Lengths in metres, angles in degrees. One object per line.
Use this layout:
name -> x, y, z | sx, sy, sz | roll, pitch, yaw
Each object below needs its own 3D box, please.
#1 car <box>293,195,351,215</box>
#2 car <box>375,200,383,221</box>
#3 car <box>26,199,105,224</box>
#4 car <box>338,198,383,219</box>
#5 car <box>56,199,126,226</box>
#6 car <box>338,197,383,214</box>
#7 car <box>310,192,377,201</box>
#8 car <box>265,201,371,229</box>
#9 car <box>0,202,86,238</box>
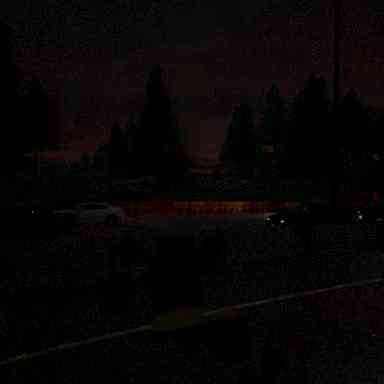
car -> 11.940, 1.149, 30.669 | 4.553, 1.767, 2.097 | 0, 1, -11
car -> 13.958, 1.342, 20.370 | 4.181, 1.385, 1.994 | 0, 1, -11
car -> -8.735, 1.265, 23.060 | 4.892, 1.490, 1.837 | 0, 0, -29
car -> 13.198, 1.363, 23.792 | 4.674, 1.442, 1.812 | 0, 0, -11
car -> -6.435, 1.328, 20.369 | 4.674, 1.442, 1.812 | 0, 0, -28
car -> 16.541, 1.273, 31.408 | 4.892, 1.490, 1.837 | 0, 0, -8
car -> 12.560, 1.045, 27.228 | 5.566, 2.045, 2.150 | 0, 0, -11
car -> 6.821, 1.400, 18.439 | 5.357, 1.411, 2.033 | 0, 0, -18
car -> -7.982, 1.384, 15.286 | 5.357, 1.411, 2.033 | 0, 1, -32
